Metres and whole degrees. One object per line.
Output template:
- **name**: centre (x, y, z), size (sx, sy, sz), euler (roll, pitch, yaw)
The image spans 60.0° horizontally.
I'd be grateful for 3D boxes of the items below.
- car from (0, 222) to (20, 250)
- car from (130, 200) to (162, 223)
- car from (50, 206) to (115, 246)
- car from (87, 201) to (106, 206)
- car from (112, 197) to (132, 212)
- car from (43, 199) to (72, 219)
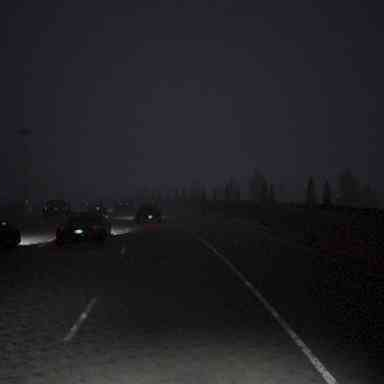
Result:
- **car**: centre (-7.941, 1.593, 12.132), size (1.994, 1.385, 4.181), euler (0, 0, -7)
- **car**: centre (-3.548, 1.530, 25.933), size (1.837, 1.490, 4.892), euler (0, 0, -14)
- **car**: centre (-4.926, 1.587, 15.545), size (1.994, 1.385, 4.181), euler (0, 0, -9)
- **car**: centre (-10.177, 1.614, 35.338), size (1.994, 1.385, 4.181), euler (0, 0, -20)
- **car**: centre (-8.200, 1.399, 39.722), size (2.097, 1.767, 4.553), euler (0, 0, -22)
- **car**: centre (-11.887, 1.403, 29.585), size (2.097, 1.767, 4.553), euler (0, 0, -17)
